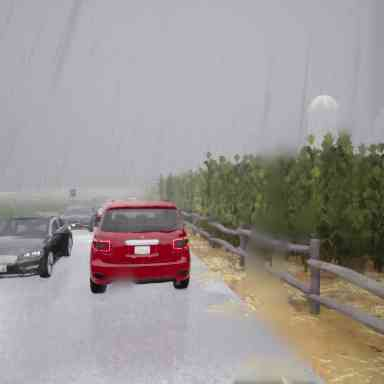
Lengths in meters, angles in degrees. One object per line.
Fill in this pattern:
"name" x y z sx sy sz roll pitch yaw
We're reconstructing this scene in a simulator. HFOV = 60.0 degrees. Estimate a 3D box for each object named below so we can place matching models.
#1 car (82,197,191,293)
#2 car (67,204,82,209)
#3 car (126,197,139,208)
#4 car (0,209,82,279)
"car" -1.450 1.221 9.107 2.150 2.045 5.566 0 0 -10
"car" -6.678 1.505 19.922 1.837 1.490 4.892 0 0 -10
"car" -8.938 1.477 49.839 1.882 1.535 5.008 0 0 -10
"car" -4.868 1.491 10.037 2.128 1.511 4.902 0 0 -10
